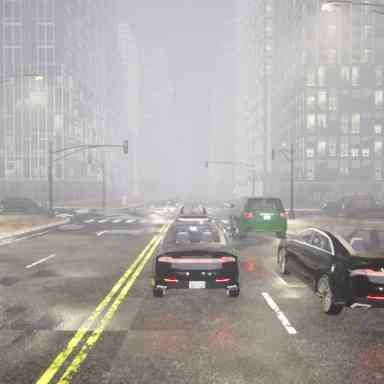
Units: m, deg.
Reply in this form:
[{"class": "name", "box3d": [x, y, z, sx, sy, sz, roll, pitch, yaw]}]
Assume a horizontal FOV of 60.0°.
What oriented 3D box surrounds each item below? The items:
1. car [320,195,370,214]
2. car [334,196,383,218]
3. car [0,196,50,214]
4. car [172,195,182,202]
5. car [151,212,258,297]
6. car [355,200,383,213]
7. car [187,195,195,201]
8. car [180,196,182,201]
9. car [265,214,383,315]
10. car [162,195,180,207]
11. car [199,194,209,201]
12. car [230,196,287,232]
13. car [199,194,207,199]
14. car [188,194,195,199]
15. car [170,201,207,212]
[{"class": "car", "box3d": [16.853, 1.337, 35.901, 5.566, 2.045, 2.150, 1, 1, 1]}, {"class": "car", "box3d": [16.119, 1.518, 30.131, 5.009, 1.841, 2.192, 1, 0, 1]}, {"class": "car", "box3d": [-16.656, 1.220, 33.159, 4.553, 1.767, 2.097, 1, 1, 1]}, {"class": "car", "box3d": [-3.461, 1.480, 77.813, 1.994, 1.385, 4.181, 0, 0, 0]}, {"class": "car", "box3d": [0.077, 1.487, 8.527, 2.128, 1.511, 4.902, 0, 0, 0]}, {"class": "car", "box3d": [21.705, 1.641, 38.433, 4.829, 1.417, 1.752, 1, 0, 1]}, {"class": "car", "box3d": [-0.218, 1.454, 80.878, 2.033, 1.411, 5.357, 0, 0, 0]}, {"class": "car", "box3d": [-3.478, 1.512, 63.186, 1.994, 1.385, 4.181, 0, 0, 0]}, {"class": "car", "box3d": [3.327, 1.488, 7.518, 2.128, 1.511, 4.902, 0, 0, 0]}, {"class": "car", "box3d": [-3.481, 1.453, 51.404, 2.128, 1.511, 4.902, 0, 0, 0]}, {"class": "car", "box3d": [3.031, 1.510, 81.331, 1.895, 1.301, 4.718, 0, 0, 0]}, {"class": "car", "box3d": [3.302, 1.212, 17.360, 2.150, 2.045, 5.566, 0, 0, 0]}, {"class": "car", "box3d": [3.004, 1.291, 91.303, 1.994, 1.385, 4.181, 0, 0, 0]}, {"class": "car", "box3d": [-0.247, 1.333, 91.325, 1.895, 1.301, 4.718, 0, 0, 0]}, {"class": "car", "box3d": [0.051, 1.482, 17.712, 2.128, 1.511, 4.902, 0, 0, 0]}]
